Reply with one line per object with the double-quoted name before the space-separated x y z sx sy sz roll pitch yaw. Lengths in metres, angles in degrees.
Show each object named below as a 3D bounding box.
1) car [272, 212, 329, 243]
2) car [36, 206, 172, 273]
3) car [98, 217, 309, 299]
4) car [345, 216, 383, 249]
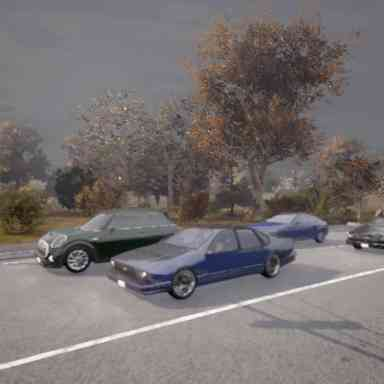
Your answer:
"car" 4.673 1.702 15.910 4.674 1.442 1.812 2 -1 -35
"car" -2.535 1.374 10.827 4.553 1.767 2.097 1 0 -34
"car" 0.583 1.581 8.725 5.357 1.411 2.033 1 0 -39
"car" 9.020 1.808 14.696 5.357 1.411 2.033 2 -1 -35
